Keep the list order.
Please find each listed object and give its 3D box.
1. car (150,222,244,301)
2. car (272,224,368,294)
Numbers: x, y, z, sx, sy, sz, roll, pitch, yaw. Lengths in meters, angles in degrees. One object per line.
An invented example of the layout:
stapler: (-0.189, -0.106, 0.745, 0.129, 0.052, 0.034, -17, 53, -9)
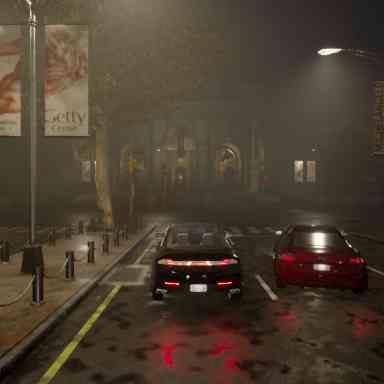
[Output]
car: (0.077, 1.492, 8.327, 2.128, 1.511, 4.902, 0, 0, -1)
car: (3.248, 1.564, 8.981, 1.994, 1.385, 4.181, 0, 0, 14)
